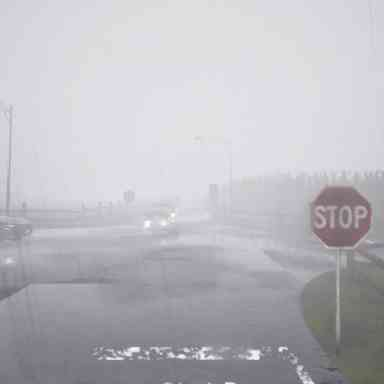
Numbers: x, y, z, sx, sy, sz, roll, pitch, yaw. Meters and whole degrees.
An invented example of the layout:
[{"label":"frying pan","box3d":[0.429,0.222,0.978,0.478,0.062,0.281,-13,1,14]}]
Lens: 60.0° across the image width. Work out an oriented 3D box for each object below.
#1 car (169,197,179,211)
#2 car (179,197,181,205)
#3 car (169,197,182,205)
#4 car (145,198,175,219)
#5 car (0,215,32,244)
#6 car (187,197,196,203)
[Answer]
[{"label":"car","box3d":[-2.901,1.495,38.859,1.882,1.535,5.008,0,0,0]},{"label":"car","box3d":[-2.902,1.520,49.265,2.128,1.511,4.902,0,0,0]},{"label":"car","box3d":[-2.893,1.587,59.950,2.033,1.411,5.357,0,0,0]},{"label":"car","box3d":[-2.888,1.557,29.179,2.033,1.411,5.357,0,0,0]},{"label":"car","box3d":[-9.170,1.275,13.561,5.008,1.535,1.882,1,-1,0]},{"label":"car","box3d":[-0.108,1.651,70.941,1.895,1.301,4.718,0,0,0]}]
